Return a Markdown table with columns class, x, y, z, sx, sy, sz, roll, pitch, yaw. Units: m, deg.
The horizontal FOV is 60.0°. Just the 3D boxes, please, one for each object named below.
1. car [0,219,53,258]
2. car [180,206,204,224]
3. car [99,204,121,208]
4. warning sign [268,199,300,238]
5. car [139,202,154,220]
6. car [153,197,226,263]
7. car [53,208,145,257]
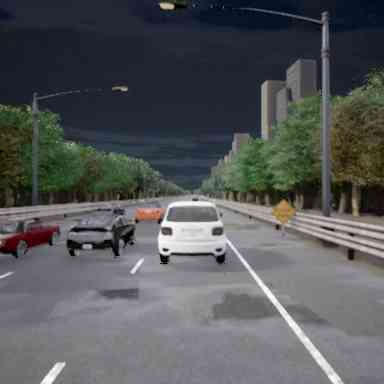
| class | x | y | z | sx | sy | sz | roll | pitch | yaw |
| --- | --- | --- | --- | --- | --- | --- | --- | --- | --- |
| car | -6.974 | 1.737 | 13.254 | 1.895 | 1.301 | 4.718 | 0 | -1 | 0 |
| car | 0.040 | 1.895 | 28.249 | 1.895 | 1.301 | 4.718 | 0 | -1 | 0 |
| car | -6.956 | 1.790 | 28.526 | 2.128 | 1.511 | 4.902 | 0 | 0 | 0 |
| warning sign | 4.569 | 1.286 | 16.630 | 1.300 | 1.860 | 1.060 | 0 | 0 | 0 |
| car | -3.457 | 1.647 | 28.426 | 2.097 | 1.767 | 4.553 | 0 | -1 | 0 |
| car | 0.019 | 1.353 | 12.563 | 2.150 | 2.045 | 5.566 | 0 | 0 | 0 |
| car | -3.471 | 1.631 | 13.512 | 2.128 | 1.511 | 4.902 | 0 | 0 | 0 |
